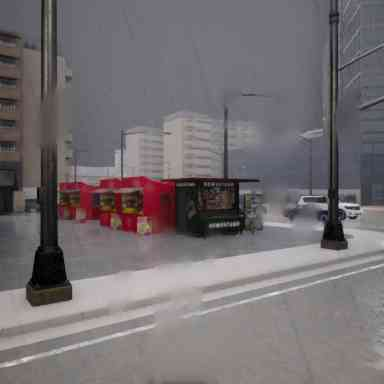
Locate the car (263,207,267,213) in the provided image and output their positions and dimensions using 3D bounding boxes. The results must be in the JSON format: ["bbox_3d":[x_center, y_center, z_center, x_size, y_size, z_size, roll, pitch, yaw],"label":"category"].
[{"bbox_3d":[5.984,1.789,37.717,2.033,1.411,5.357,0,-1,-36],"label":"car"}]

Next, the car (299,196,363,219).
[{"bbox_3d":[12.005,1.339,29.426,2.150,2.045,5.566,0,-1,-36],"label":"car"}]

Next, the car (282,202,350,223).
[{"bbox_3d":[9.676,1.707,26.696,1.895,1.301,4.718,0,-1,-37],"label":"car"}]

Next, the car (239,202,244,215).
[{"bbox_3d":[3.994,1.769,34.494,2.033,1.411,5.357,0,-1,-37],"label":"car"}]
